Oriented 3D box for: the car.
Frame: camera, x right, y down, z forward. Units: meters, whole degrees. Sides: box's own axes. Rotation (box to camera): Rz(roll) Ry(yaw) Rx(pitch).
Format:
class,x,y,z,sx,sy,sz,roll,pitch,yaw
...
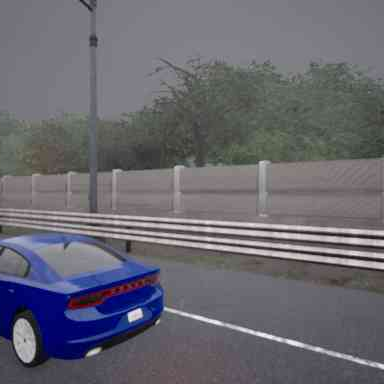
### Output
class,x,y,z,sx,sy,sz,roll,pitch,yaw
car,-2.762,1.478,5.839,5.008,1.535,1.882,0,0,36
